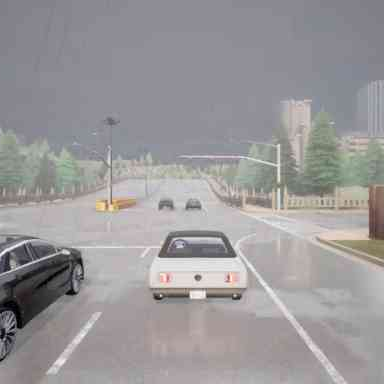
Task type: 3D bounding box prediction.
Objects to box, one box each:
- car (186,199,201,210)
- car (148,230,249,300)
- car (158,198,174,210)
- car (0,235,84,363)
[{"bbox_3d":[0.180,1.564,43.886,1.994,1.385,4.181,0,0,0],"label":"car"},{"bbox_3d":[0.114,1.601,8.331,1.895,1.301,4.718,0,0,0],"label":"car"},{"bbox_3d":[-3.322,1.505,43.719,1.837,1.490,4.892,0,0,0],"label":"car"},{"bbox_3d":[-3.389,1.492,5.796,2.128,1.511,4.902,0,0,0],"label":"car"}]
